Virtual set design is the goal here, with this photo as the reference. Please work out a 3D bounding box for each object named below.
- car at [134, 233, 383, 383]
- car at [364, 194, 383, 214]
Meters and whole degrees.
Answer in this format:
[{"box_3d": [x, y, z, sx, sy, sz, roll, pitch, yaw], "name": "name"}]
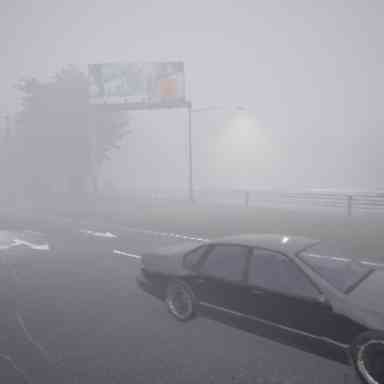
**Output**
[{"box_3d": [1.370, 1.433, 5.260, 5.357, 1.411, 2.033, 1, 3, 41], "name": "car"}, {"box_3d": [14.109, 0.806, 22.200, 1.837, 1.490, 4.892, -2, 2, -30], "name": "car"}]
